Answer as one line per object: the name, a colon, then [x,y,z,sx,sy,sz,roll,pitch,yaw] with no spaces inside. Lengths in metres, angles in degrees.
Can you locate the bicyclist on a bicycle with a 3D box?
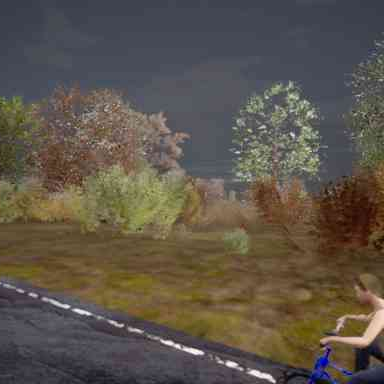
bicyclist on a bicycle: [1.534,1.552,3.076,1.509,1.612,0.866,-1,-2,37]
